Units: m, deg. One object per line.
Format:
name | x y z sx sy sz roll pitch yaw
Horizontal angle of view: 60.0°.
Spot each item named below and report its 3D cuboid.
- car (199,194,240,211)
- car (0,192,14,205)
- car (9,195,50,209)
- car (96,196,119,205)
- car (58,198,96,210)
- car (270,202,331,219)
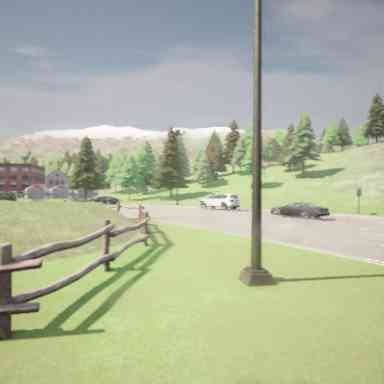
car | 3.473 1.241 42.479 5.566 2.045 2.150 0 -1 42
car | -30.856 1.000 52.600 5.566 2.045 2.150 1 -1 1
car | -19.162 1.425 39.878 4.181 1.385 1.994 0 0 19
car | -14.039 1.402 52.917 4.892 1.490 1.837 0 -1 21
car | -14.778 1.456 41.860 4.181 1.385 1.994 0 0 24
car | 9.578 1.615 29.819 2.033 1.411 5.357 0 0 -35
